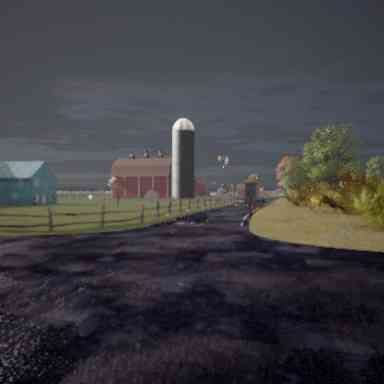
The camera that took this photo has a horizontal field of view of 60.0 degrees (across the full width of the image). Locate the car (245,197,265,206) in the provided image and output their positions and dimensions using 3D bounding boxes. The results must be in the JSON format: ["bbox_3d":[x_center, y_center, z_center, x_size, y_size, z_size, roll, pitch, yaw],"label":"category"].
[{"bbox_3d":[10.778,1.528,56.735,2.128,1.511,4.902,0,0,16],"label":"car"}]

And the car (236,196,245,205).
[{"bbox_3d":[9.288,1.523,61.505,2.128,1.511,4.902,0,0,16],"label":"car"}]
